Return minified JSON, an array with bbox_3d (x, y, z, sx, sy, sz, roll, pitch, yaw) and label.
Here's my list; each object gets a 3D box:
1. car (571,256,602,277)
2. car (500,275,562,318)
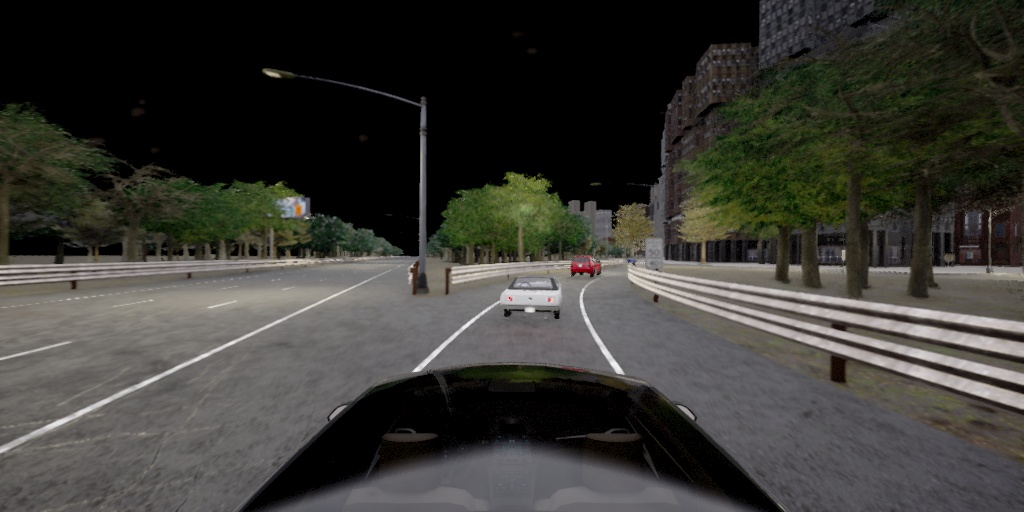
[{"bbox_3d":[7.427,1.019,35.684,2.150,2.045,5.566,0,0,24],"label":"car"},{"bbox_3d":[0.874,1.356,13.113,1.895,1.301,4.718,0,0,8],"label":"car"}]
